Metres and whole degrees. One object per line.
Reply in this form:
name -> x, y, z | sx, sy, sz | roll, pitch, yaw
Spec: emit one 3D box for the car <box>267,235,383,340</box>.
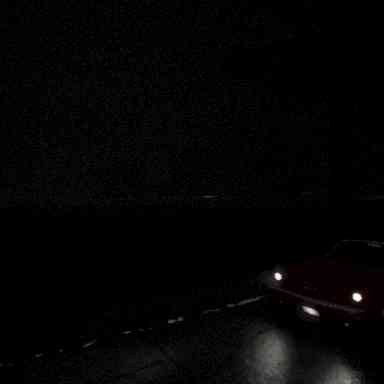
car -> 3.707, 1.599, 6.641 | 4.718, 1.301, 1.895 | 0, 0, -36
